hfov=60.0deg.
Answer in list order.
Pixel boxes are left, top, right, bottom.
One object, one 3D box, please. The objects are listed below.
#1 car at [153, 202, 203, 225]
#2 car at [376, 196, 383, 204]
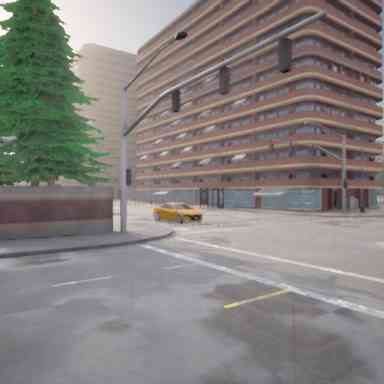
[{"bbox_3d":[-1.125,1.542,25.104,1.882,1.535,5.008,0,0,-35],"label":"car"},{"bbox_3d":[31.822,1.436,61.060,1.882,1.535,5.008,0,1,-11],"label":"car"}]
